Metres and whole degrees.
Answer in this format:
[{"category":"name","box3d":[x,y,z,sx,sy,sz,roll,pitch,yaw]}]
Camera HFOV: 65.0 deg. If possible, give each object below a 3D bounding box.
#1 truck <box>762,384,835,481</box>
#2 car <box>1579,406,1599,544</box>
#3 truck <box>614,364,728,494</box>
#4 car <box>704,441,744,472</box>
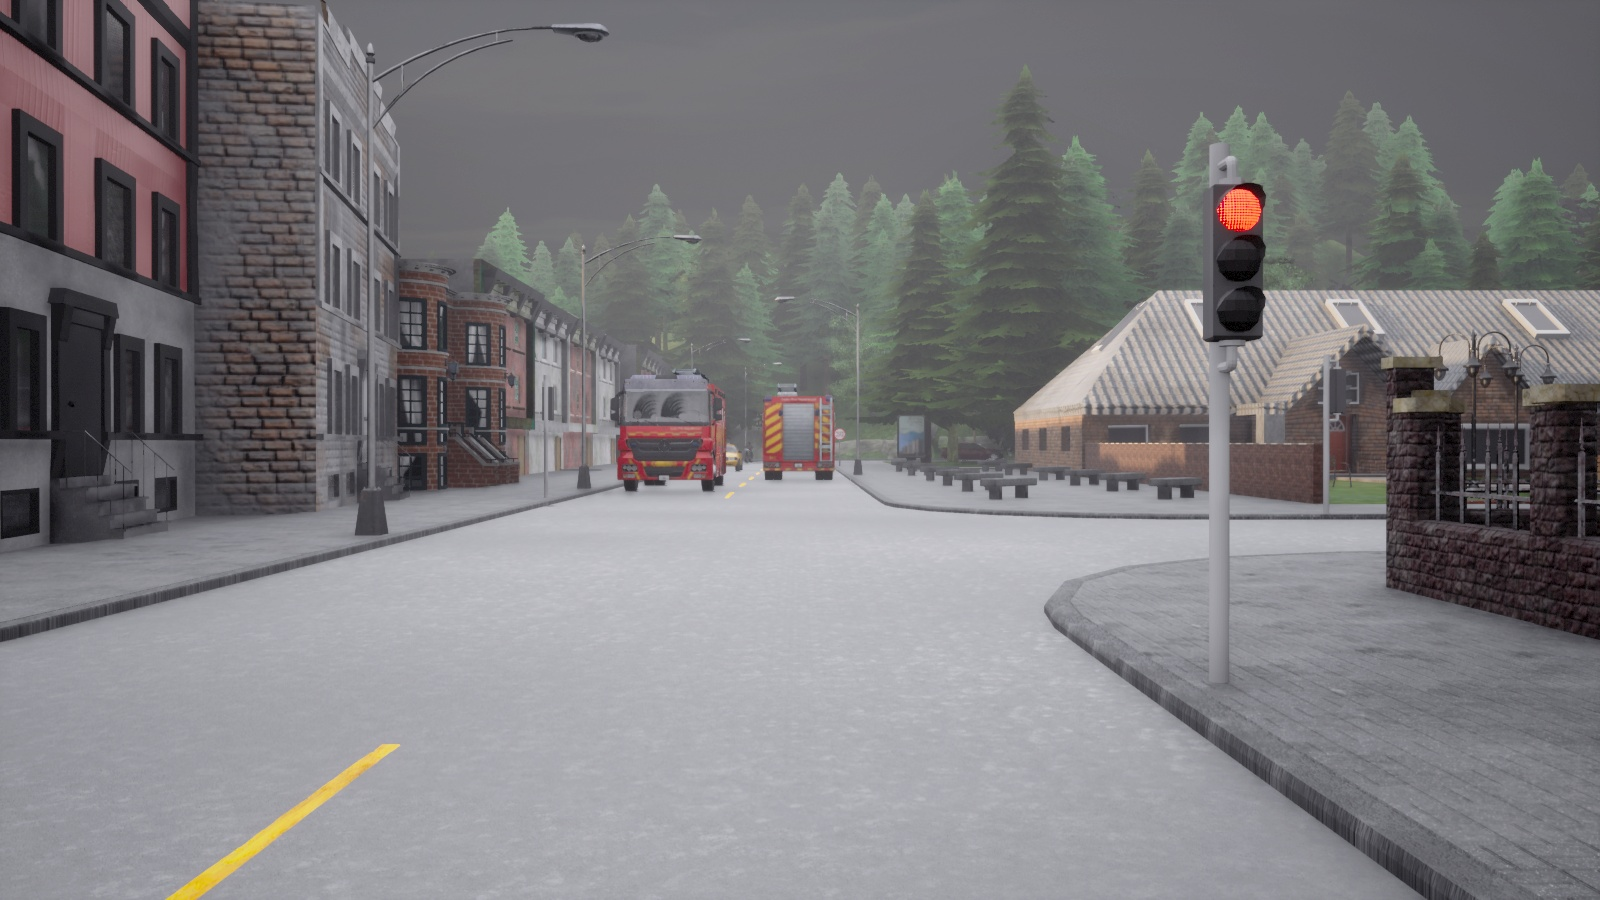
[{"category":"truck","box3d":[-0.051,-0.720,53.548,2.891,3.827,8.468,0,0,0]},{"category":"car","box3d":[14.694,0.375,18.153,5.566,2.045,2.150,0,0,-1]},{"category":"truck","box3d":[-4.048,-0.654,41.252,2.891,3.827,8.468,0,0,0]},{"category":"car","box3d":[-4.043,0.303,67.236,1.801,1.575,5.366,0,0,0]}]
